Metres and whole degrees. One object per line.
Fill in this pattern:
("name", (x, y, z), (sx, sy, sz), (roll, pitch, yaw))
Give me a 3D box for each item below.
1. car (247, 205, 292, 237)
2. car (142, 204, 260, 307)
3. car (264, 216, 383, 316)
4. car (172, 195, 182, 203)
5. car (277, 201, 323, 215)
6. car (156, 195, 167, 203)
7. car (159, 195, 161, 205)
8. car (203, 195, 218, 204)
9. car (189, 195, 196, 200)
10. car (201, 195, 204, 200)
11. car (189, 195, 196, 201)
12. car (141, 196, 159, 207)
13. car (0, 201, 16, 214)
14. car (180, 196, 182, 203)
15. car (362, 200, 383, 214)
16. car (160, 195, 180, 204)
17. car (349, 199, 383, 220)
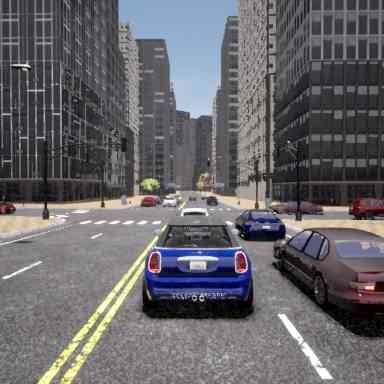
("car", (3.376, 1.555, 17.030), (1.994, 1.385, 4.181), (0, 0, 0))
("car", (0.113, 1.348, 8.131), (2.097, 1.767, 4.553), (0, 0, 0))
("car", (3.362, 1.544, 7.791), (2.033, 1.411, 5.357), (0, 0, 0))
("car", (-3.135, 1.418, 69.683), (1.882, 1.535, 5.008), (0, 0, 0))
("car", (10.745, 1.611, 34.560), (5.357, 1.411, 2.033), (0, 1, -1))
("car", (-6.384, 1.418, 70.322), (1.882, 1.535, 5.008), (0, 0, 0))
("car", (-6.477, 1.500, 59.952), (2.033, 1.411, 5.357), (0, 0, 0))
("car", (3.438, 1.462, 57.966), (1.837, 1.490, 4.892), (0, 1, 0))
("car", (0.150, 1.450, 90.016), (2.033, 1.411, 5.357), (0, 0, 0))
("car", (3.402, 1.504, 90.454), (1.895, 1.301, 4.718), (0, 0, 0))
("car", (0.133, 1.452, 79.797), (2.128, 1.511, 4.902), (0, 0, 0))
("car", (-6.507, 1.442, 50.025), (1.882, 1.535, 5.008), (0, 0, 0))
("car", (-19.340, 1.408, 32.013), (4.181, 1.385, 1.994), (1, 1, 1))
("car", (-3.228, 1.501, 59.467), (2.033, 1.411, 5.357), (0, 0, 0))
("car", (21.871, 1.642, 37.056), (4.829, 1.417, 1.752), (1, 0, 1))
("car", (-3.259, 1.490, 49.776), (1.812, 1.442, 4.674), (0, 0, 0))
("car", (16.249, 1.519, 28.779), (5.009, 1.841, 2.192), (1, 0, 1))
